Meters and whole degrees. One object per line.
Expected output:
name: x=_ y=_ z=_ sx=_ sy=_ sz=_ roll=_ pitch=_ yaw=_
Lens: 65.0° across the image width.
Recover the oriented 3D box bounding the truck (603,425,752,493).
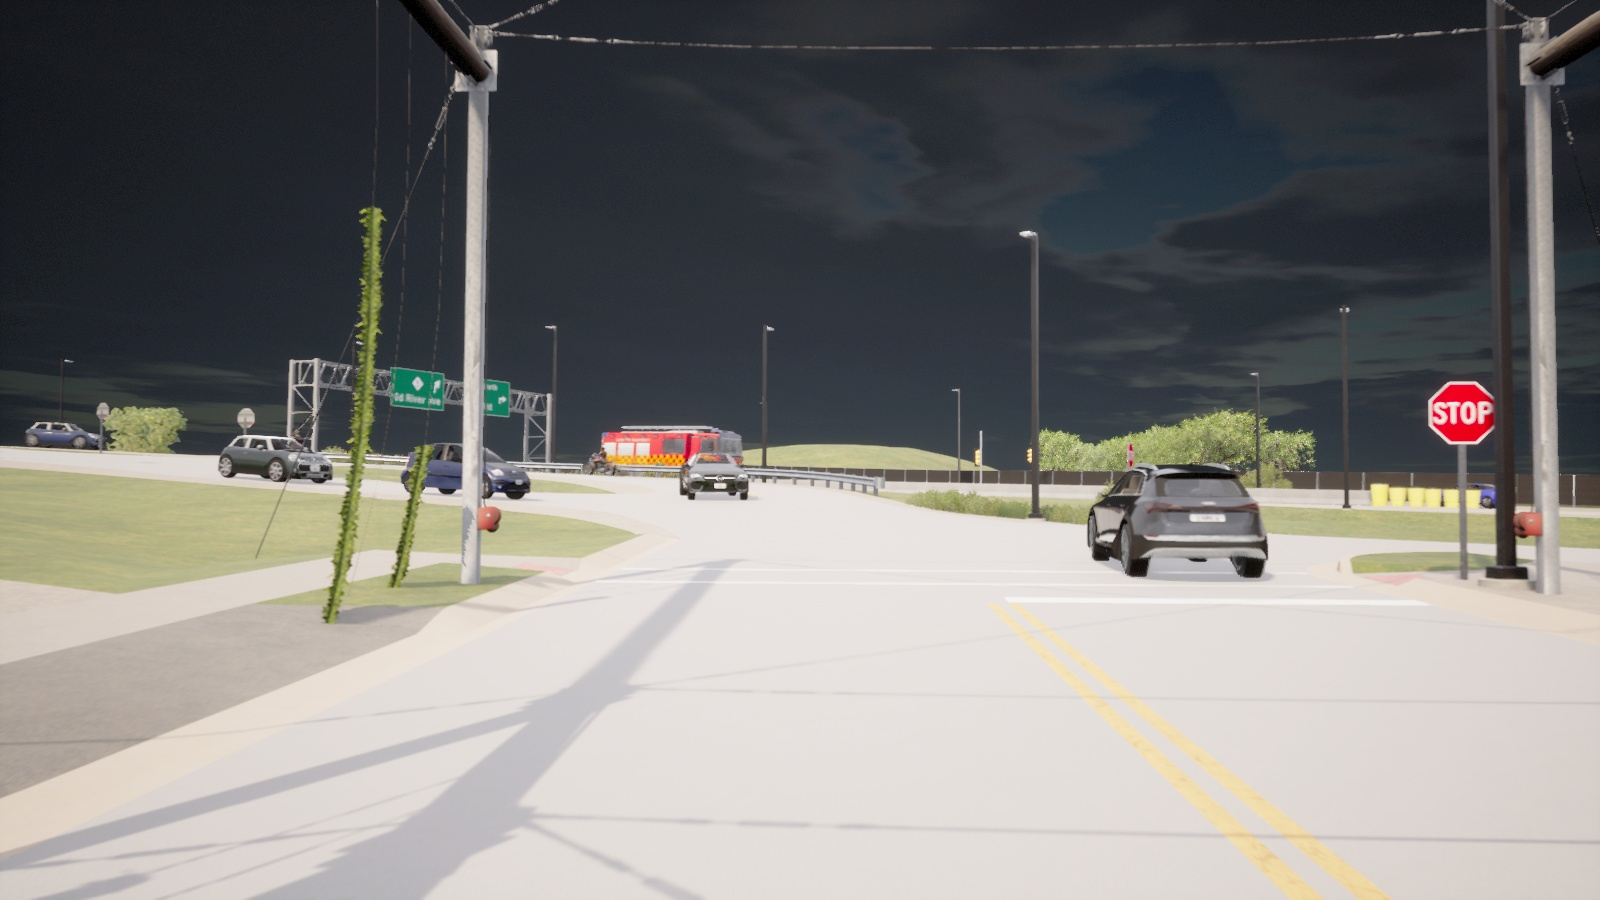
truck: x=-7.290 y=0.553 z=74.211 sx=8.468 sy=3.827 sz=2.891 roll=0 pitch=-2 yaw=27

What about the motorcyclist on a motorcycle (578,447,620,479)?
motorcyclist on a motorcycle: x=-11.025 y=0.713 z=68.849 sx=2.350 sy=1.649 sz=0.766 roll=1 pitch=-1 yaw=36

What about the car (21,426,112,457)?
car: x=-40.815 y=-0.467 z=69.942 sx=3.806 sy=1.475 sz=1.970 roll=2 pitch=-2 yaw=-6

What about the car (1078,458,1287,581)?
car: x=5.713 y=0.964 z=19.454 sx=2.033 sy=1.649 sz=4.856 roll=0 pitch=0 yaw=4

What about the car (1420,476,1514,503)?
car: x=39.614 y=2.353 z=74.677 sx=2.007 sy=1.525 sz=4.514 roll=2 pitch=-2 yaw=-42

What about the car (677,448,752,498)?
car: x=-3.138 y=0.765 z=45.192 sx=2.152 sy=1.651 sz=5.027 roll=0 pitch=0 yaw=-10

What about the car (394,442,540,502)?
car: x=-10.120 y=0.658 z=38.169 sx=3.988 sy=1.617 sz=1.851 roll=2 pitch=-1 yaw=26

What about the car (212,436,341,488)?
car: x=-17.536 y=0.397 z=42.052 sx=3.806 sy=1.475 sz=1.970 roll=3 pitch=-1 yaw=28
